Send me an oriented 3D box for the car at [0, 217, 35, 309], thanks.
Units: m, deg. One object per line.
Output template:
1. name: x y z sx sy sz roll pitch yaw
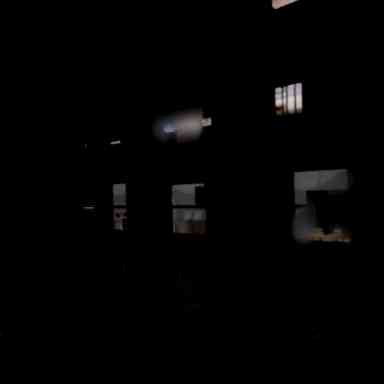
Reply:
1. car: -5.218 1.392 6.779 5.009 1.841 2.192 -1 -1 36
